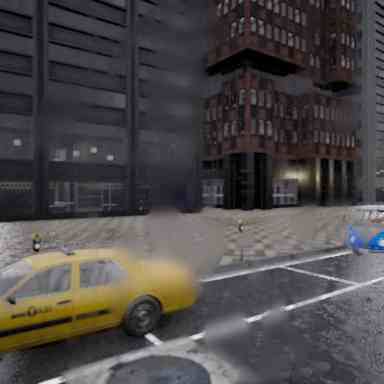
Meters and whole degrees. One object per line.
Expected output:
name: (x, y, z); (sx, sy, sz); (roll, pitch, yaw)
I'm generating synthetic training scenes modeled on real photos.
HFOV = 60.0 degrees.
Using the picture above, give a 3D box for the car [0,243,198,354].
car: (-2.180, 1.525, 5.097); (4.829, 1.417, 1.752); (0, 0, -35)

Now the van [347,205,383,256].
van: (7.144, 1.333, 11.746); (3.998, 1.788, 1.690); (0, 0, -35)
